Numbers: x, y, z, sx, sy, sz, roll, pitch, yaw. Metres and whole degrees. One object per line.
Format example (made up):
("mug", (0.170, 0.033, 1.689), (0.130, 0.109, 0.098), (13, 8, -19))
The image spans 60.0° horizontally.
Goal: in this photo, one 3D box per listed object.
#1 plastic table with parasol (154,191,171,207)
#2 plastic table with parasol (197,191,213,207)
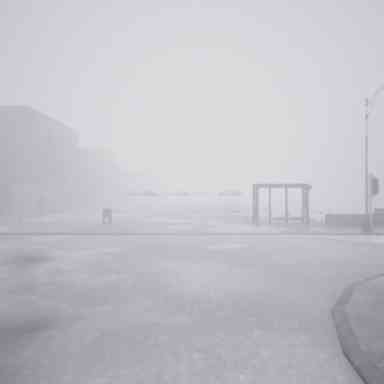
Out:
("plastic table with parasol", (-4.702, 1.097, 53.203), (2.482, 2.480, 2.482), (0, 0, 0))
("plastic table with parasol", (2.047, 1.098, 53.574), (2.482, 2.480, 2.482), (0, 0, 0))
